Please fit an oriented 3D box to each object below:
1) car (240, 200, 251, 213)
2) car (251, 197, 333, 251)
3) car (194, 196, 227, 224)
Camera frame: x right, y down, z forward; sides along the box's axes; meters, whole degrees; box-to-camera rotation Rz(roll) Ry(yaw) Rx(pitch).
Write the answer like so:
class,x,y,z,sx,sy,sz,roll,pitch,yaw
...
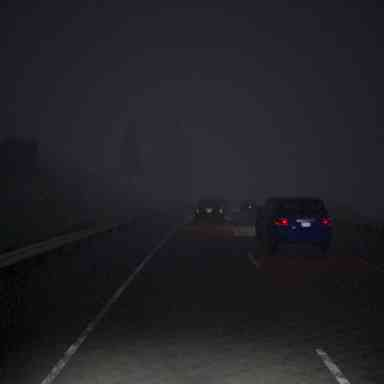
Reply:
class,x,y,z,sx,sy,sz,roll,pitch,yaw
car,6.141,1.517,35.758,1.994,1.385,4.181,0,0,8
car,4.062,1.204,14.101,2.150,2.045,5.566,0,0,3
car,1.348,1.318,24.499,2.097,1.767,4.553,0,0,5
